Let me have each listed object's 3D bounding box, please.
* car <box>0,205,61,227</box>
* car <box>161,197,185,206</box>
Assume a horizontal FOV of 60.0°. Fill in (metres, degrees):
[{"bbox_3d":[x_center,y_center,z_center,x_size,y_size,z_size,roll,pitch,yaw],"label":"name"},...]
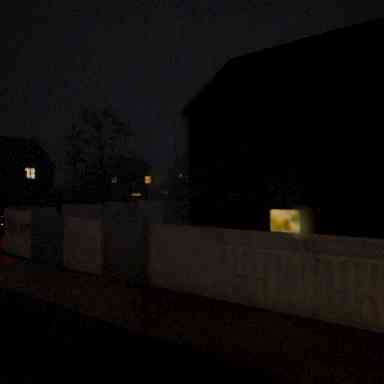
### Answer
[{"bbox_3d":[-8.652,1.498,19.692,2.128,1.511,4.902,-1,0,35],"label":"car"},{"bbox_3d":[-1.313,1.354,34.988,1.837,1.490,4.892,-1,0,35],"label":"car"}]
